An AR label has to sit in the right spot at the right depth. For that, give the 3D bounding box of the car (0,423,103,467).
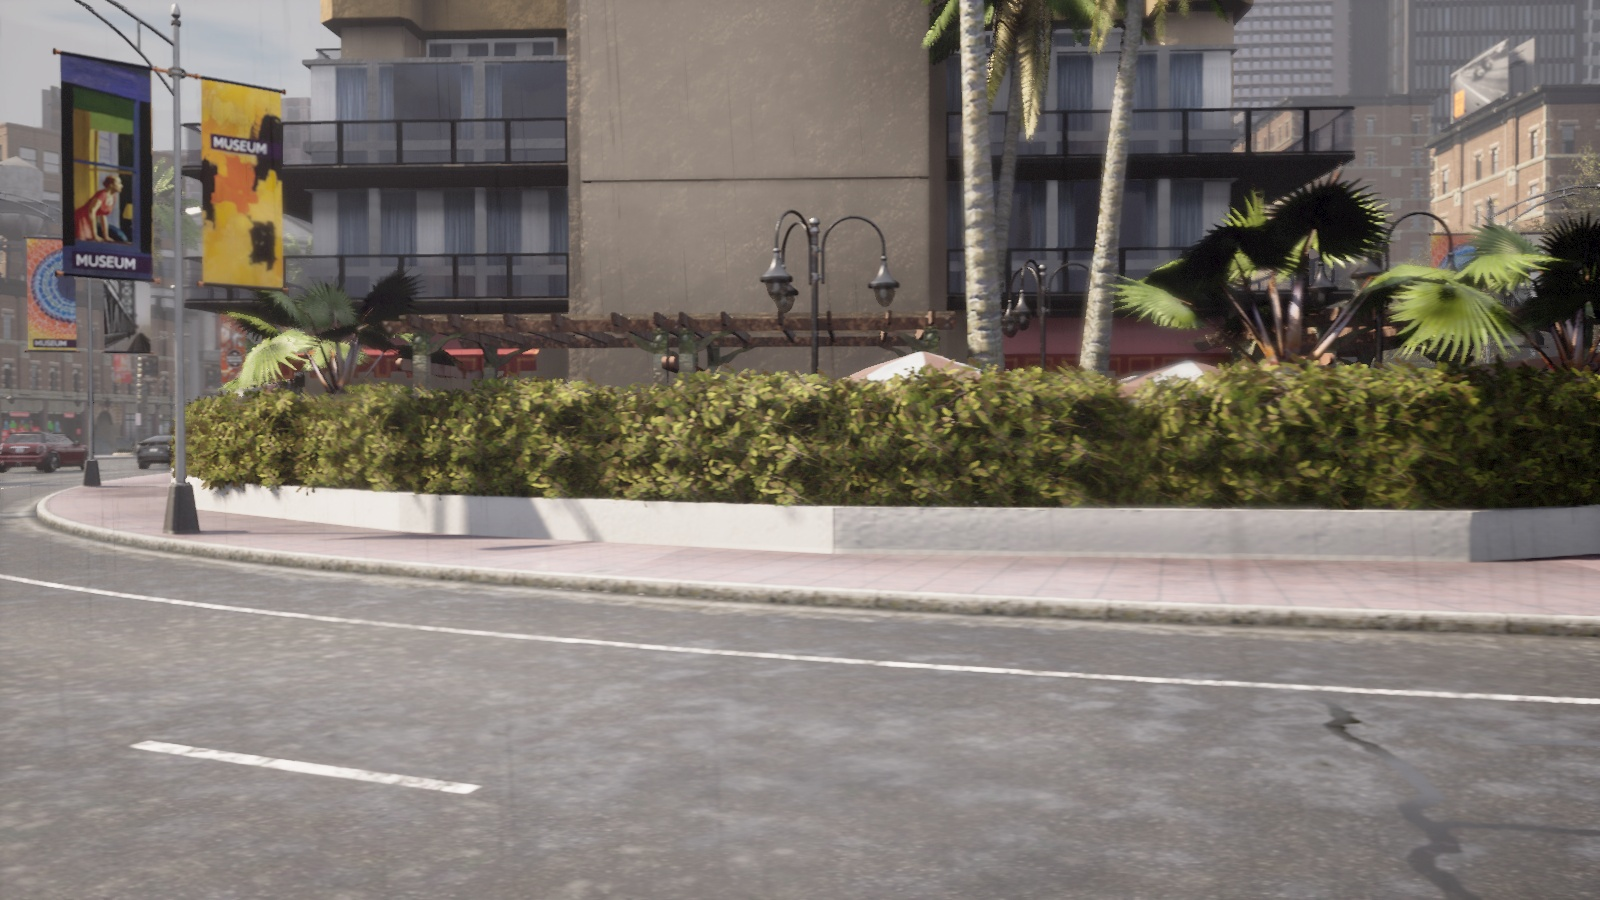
[{"bbox_3d":[-31.309,-0.226,52.484,2.097,1.767,4.553,0,1,-5],"label":"car"}]

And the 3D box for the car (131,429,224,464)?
[{"bbox_3d":[-27.933,-0.185,56.563,2.007,1.525,4.514,0,1,-1],"label":"car"}]
